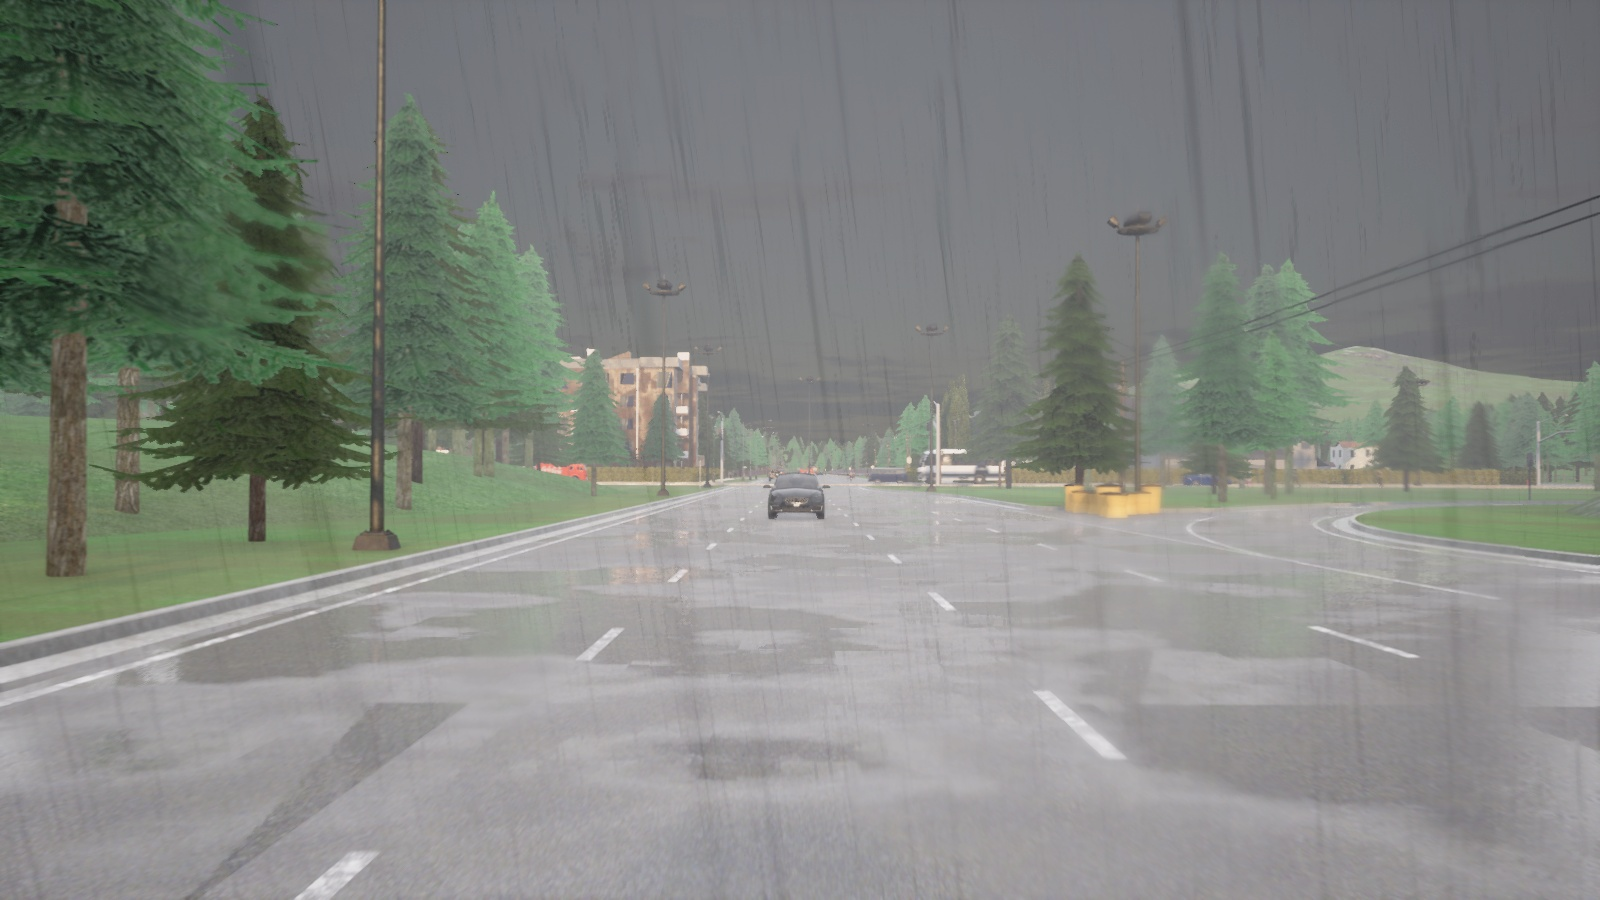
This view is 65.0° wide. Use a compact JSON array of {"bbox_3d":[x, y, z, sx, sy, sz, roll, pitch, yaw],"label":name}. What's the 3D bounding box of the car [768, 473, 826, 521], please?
[{"bbox_3d":[-0.101,1.519,41.743,1.837,1.490,4.892,0,-1,0],"label":"car"}]
